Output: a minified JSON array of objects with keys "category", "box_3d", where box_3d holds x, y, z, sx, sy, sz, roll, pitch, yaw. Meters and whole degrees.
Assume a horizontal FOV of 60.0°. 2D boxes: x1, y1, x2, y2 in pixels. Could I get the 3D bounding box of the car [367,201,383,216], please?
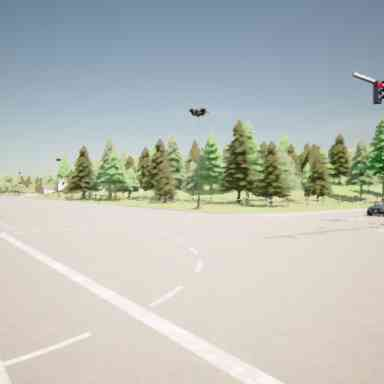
[{"category":"car","box_3d":[18.171,1.532,31.071,4.181,1.385,1.994,0,0,-35]}]
